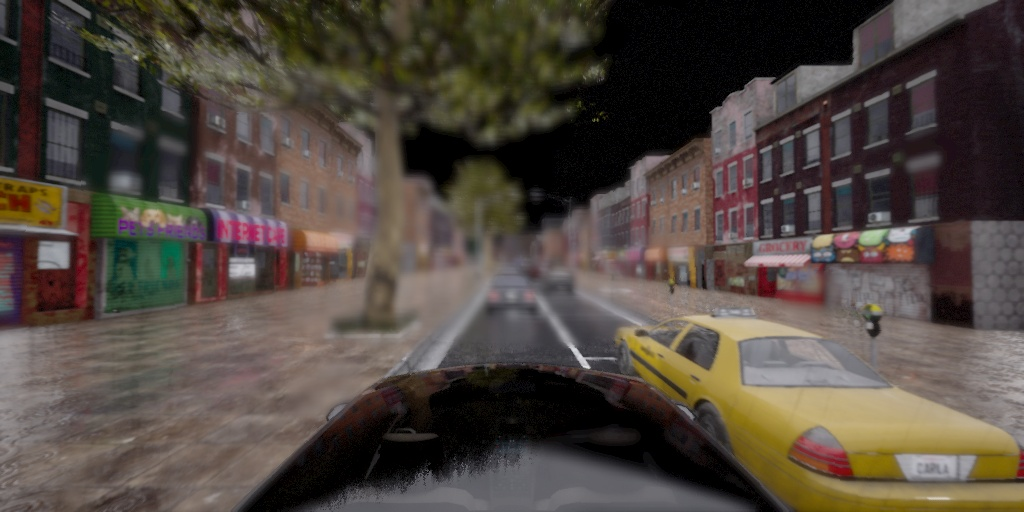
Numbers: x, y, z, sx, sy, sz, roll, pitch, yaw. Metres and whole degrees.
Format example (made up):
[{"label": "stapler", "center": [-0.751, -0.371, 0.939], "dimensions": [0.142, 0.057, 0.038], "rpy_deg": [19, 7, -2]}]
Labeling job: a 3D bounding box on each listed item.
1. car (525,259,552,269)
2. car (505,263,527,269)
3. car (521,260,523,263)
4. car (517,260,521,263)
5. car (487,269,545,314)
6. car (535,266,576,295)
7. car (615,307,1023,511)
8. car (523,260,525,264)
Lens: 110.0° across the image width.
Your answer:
[{"label": "car", "center": [2.615, 1.342, 32.081], "dimensions": [2.192, 1.841, 5.009], "rpy_deg": [0, 0, 0]}, {"label": "car", "center": [-0.005, 1.578, 30.418], "dimensions": [1.994, 1.385, 4.181], "rpy_deg": [0, 0, 0]}, {"label": "car", "center": [2.941, 1.442, 54.264], "dimensions": [2.150, 2.045, 5.566], "rpy_deg": [0, 0, 0]}, {"label": "car", "center": [2.589, 1.621, 65.326], "dimensions": [2.192, 1.841, 5.009], "rpy_deg": [0, 0, 0]}, {"label": "car", "center": [-0.003, 1.420, 14.393], "dimensions": [2.033, 1.411, 5.357], "rpy_deg": [0, -1, 0]}, {"label": "car", "center": [2.624, 1.483, 20.999], "dimensions": [2.007, 1.370, 4.403], "rpy_deg": [0, 0, 0]}, {"label": "car", "center": [2.636, 1.302, 4.545], "dimensions": [1.751, 1.417, 4.829], "rpy_deg": [0, 0, 0]}, {"label": "car", "center": [2.946, 1.384, 47.264], "dimensions": [2.150, 2.045, 5.566], "rpy_deg": [0, 0, 0]}]
